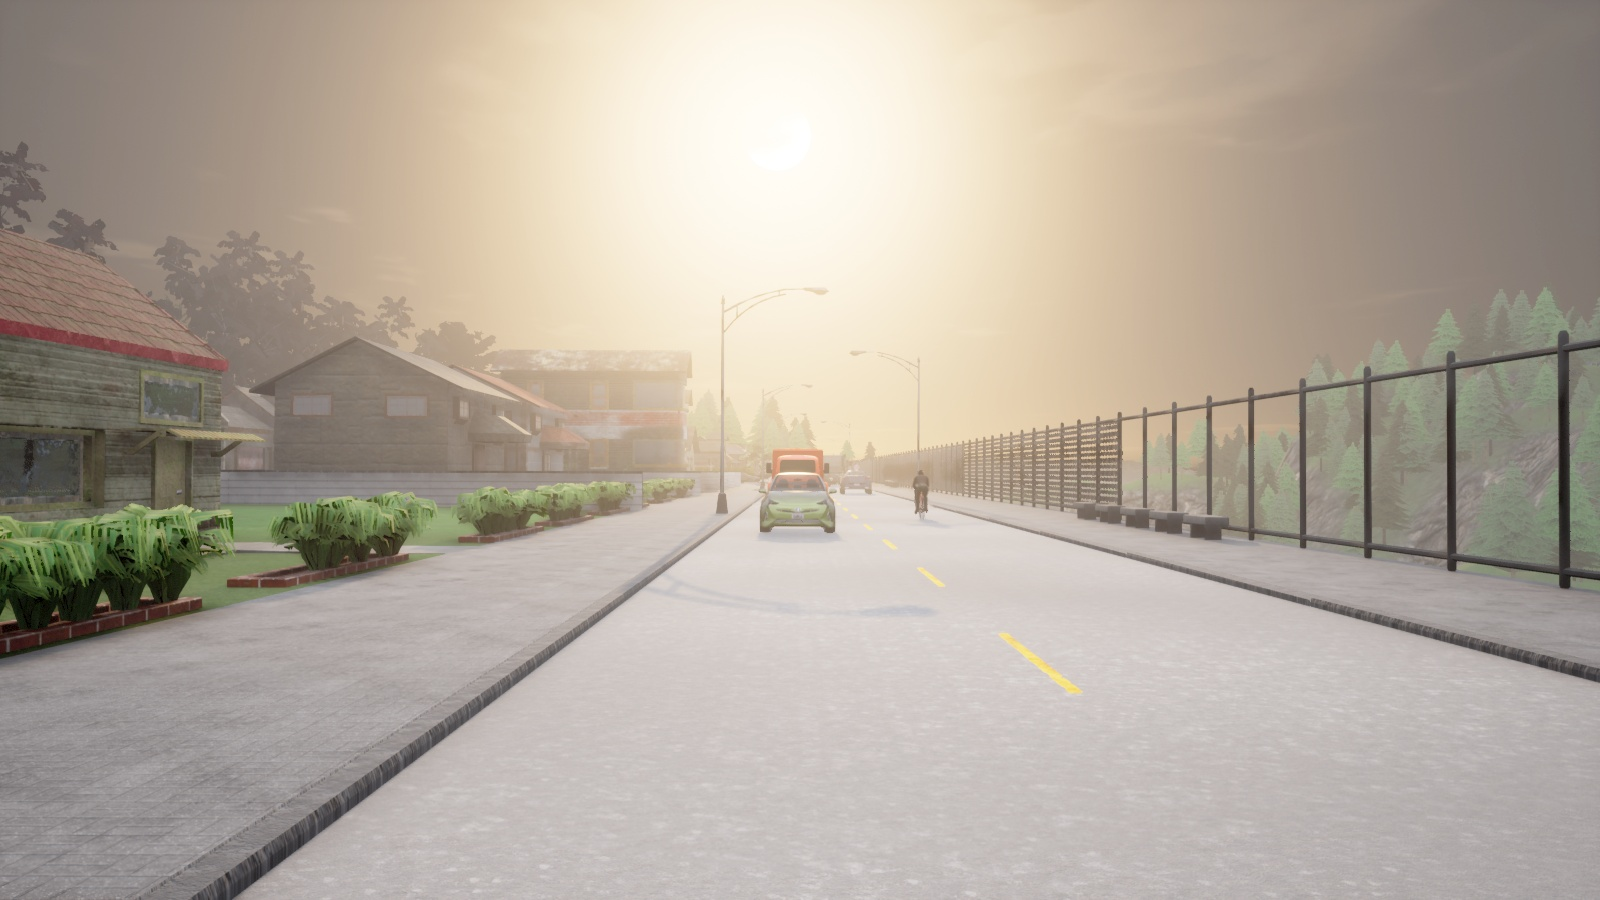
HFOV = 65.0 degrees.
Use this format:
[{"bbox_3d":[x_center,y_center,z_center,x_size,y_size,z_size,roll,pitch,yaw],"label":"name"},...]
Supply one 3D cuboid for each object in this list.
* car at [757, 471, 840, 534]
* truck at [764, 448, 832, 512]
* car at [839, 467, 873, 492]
[{"bbox_3d":[-0.050,1.311,32.787,2.007,1.525,4.514,0,-1,0],"label":"car"},{"bbox_3d":[-0.086,1.186,51.211,2.627,2.467,5.204,0,-1,0],"label":"truck"},{"bbox_3d":[3.846,2.039,87.258,2.152,1.651,5.027,0,-1,0],"label":"car"}]
